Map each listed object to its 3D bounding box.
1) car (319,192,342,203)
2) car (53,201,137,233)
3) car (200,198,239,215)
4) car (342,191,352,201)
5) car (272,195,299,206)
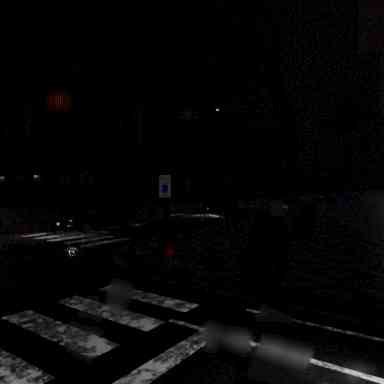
[{"bbox_3d":[19.511,0.814,47.473,1.837,1.490,4.892,0,1,36],"label":"car"},{"bbox_3d":[-5.205,1.307,18.392,1.837,1.490,4.892,0,1,36],"label":"car"},{"bbox_3d":[2.468,1.188,29.130,1.994,1.385,4.181,0,1,36],"label":"car"},{"bbox_3d":[25.394,0.653,55.701,1.882,1.535,5.008,0,1,36],"label":"car"},{"bbox_3d":[11.957,1.009,42.370,1.895,1.301,4.718,0,1,36],"label":"car"}]
